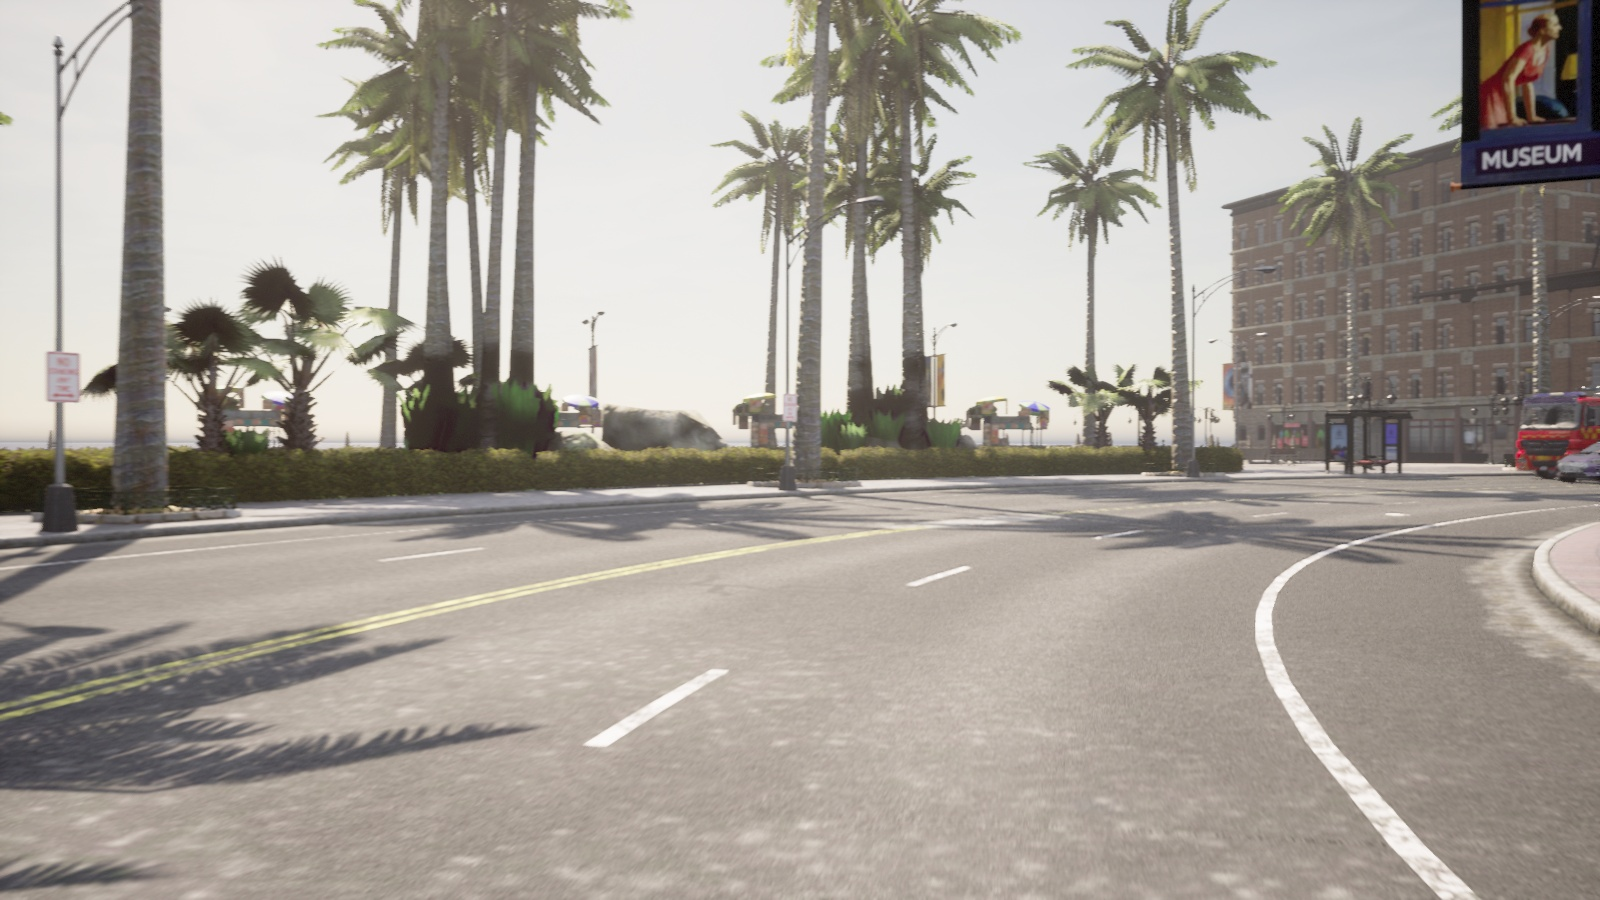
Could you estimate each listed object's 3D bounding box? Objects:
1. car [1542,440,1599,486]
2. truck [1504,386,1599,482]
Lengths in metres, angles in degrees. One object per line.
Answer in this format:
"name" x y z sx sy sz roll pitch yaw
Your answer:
"car" 30.605 0.474 47.355 4.856 1.649 2.033 0 0 -23
"truck" 33.876 -0.643 52.451 8.468 3.827 2.891 0 0 -19
